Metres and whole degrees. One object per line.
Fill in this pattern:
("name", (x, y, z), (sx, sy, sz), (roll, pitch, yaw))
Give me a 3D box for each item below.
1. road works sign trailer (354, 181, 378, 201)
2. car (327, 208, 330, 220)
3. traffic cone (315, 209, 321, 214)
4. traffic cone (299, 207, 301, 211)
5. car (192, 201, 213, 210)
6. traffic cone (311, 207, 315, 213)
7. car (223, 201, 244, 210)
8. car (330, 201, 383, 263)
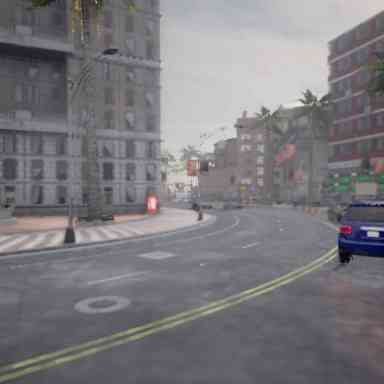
("road works sign trailer", (16.993, 0.719, 32.699), (2.380, 3.560, 2.880), (0, -1, -3))
("car", (12.561, 1.717, 27.532), (2.128, 1.511, 4.902), (0, 0, 10))
("traffic cone", (15.160, 2.292, 39.598), (0.340, 0.580, 0.340), (0, -1, -3))
("traffic cone", (14.856, 2.357, 45.590), (0.340, 0.580, 0.340), (0, -1, -3))
("car", (1.640, 2.114, 54.521), (2.033, 1.411, 5.357), (0, -1, -21))
("traffic cone", (15.059, 2.314, 41.595), (0.340, 0.580, 0.340), (0, -1, -3))
("car", (6.388, 2.075, 51.686), (1.994, 1.385, 4.181), (0, -1, -20))
("car", (6.731, 1.314, 11.823), (2.150, 2.045, 5.566), (0, 0, 34))
